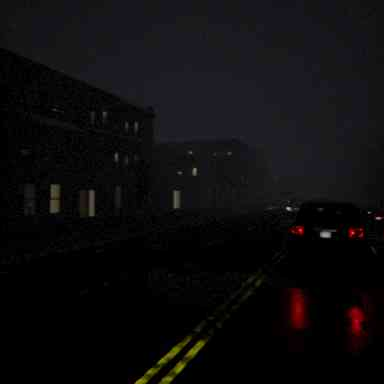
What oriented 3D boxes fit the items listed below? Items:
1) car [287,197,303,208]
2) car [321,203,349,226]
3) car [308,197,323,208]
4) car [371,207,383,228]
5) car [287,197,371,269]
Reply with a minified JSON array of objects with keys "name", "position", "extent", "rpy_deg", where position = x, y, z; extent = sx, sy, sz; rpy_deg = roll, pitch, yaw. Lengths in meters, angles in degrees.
[{"name":"car","position":[17.470,1.696,56.243],"extent":[2.097,1.767,4.553],"rpy_deg":[0,0,25]},{"name":"car","position":[11.503,1.696,26.655],"extent":[1.837,1.490,4.892],"rpy_deg":[0,0,25]},{"name":"car","position":[20.437,1.715,54.918],"extent":[2.097,1.767,4.553],"rpy_deg":[0,0,25]},{"name":"car","position":[13.567,1.743,23.365],"extent":[2.033,1.411,5.357],"rpy_deg":[0,0,25]},{"name":"car","position":[4.894,1.306,11.862],"extent":[2.150,2.045,5.566],"rpy_deg":[0,0,25]}]
